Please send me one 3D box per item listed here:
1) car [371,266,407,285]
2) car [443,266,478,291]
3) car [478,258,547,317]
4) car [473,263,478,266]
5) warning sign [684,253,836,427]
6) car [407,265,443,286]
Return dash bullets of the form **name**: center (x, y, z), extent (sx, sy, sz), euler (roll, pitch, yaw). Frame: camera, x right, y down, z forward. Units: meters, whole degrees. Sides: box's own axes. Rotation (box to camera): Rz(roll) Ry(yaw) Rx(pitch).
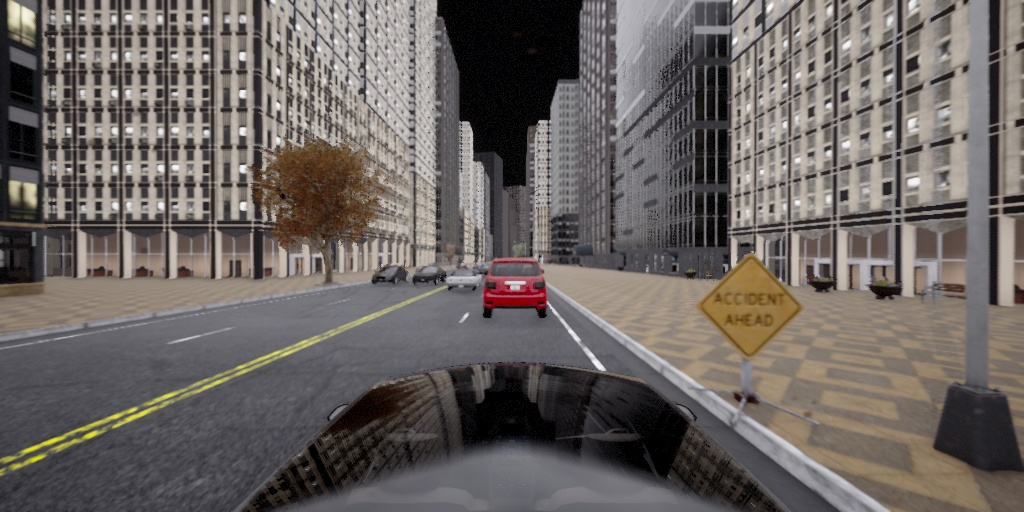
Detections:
- **car**: center (-9.843, 1.544, 29.303), extent (1.837, 1.490, 4.892), euler (0, -1, 0)
- **car**: center (-3.145, 1.588, 24.402), extent (1.895, 1.301, 4.718), euler (0, -1, 0)
- **car**: center (0.103, 1.101, 13.938), extent (2.150, 2.045, 5.566), euler (0, 0, 0)
- **car**: center (-3.142, 1.764, 41.218), extent (1.895, 1.301, 4.718), euler (0, -1, 0)
- **warning sign**: center (2.851, 0.893, 4.374), extent (1.300, 1.860, 1.060), euler (0, 0, 0)
- **car**: center (-6.594, 1.513, 28.980), extent (1.882, 1.535, 5.008), euler (0, -1, 0)
